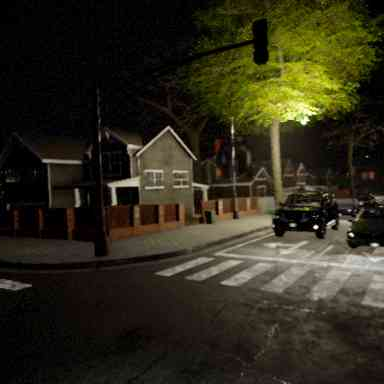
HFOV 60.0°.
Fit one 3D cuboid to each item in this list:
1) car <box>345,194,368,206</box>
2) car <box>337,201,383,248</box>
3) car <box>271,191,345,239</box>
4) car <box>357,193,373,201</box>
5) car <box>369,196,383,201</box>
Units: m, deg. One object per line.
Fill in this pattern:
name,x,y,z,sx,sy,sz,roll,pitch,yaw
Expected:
car,11.538,1.114,25.004,2.033,1.411,5.357,-2,0,34
car,7.372,1.275,12.982,2.033,1.411,5.357,-2,0,34
car,5.775,0.994,16.453,2.150,2.045,5.566,-2,0,33
car,17.364,0.853,33.652,2.128,1.511,4.902,-2,0,34
car,12.503,1.108,20.613,1.994,1.385,4.181,-2,0,34
